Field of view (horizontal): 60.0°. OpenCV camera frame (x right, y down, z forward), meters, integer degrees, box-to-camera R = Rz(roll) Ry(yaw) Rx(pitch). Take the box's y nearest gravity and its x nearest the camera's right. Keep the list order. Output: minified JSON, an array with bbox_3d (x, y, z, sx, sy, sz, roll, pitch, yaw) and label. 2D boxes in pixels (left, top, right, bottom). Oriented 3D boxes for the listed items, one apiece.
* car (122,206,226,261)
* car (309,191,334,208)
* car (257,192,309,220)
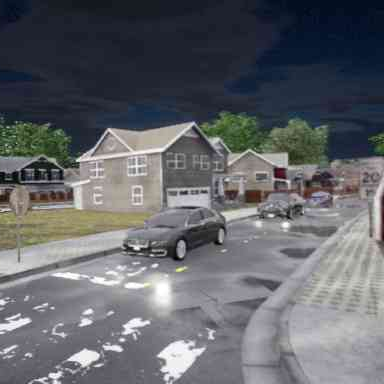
[{"bbox_3d":[-0.391,1.286,11.597,1.837,1.490,4.892,-1,1,29],"label":"car"},{"bbox_3d":[12.313,0.670,31.891,1.812,1.442,4.674,-1,2,33],"label":"car"},{"bbox_3d":[6.007,0.803,22.228,2.097,1.767,4.553,-1,1,32],"label":"car"}]
